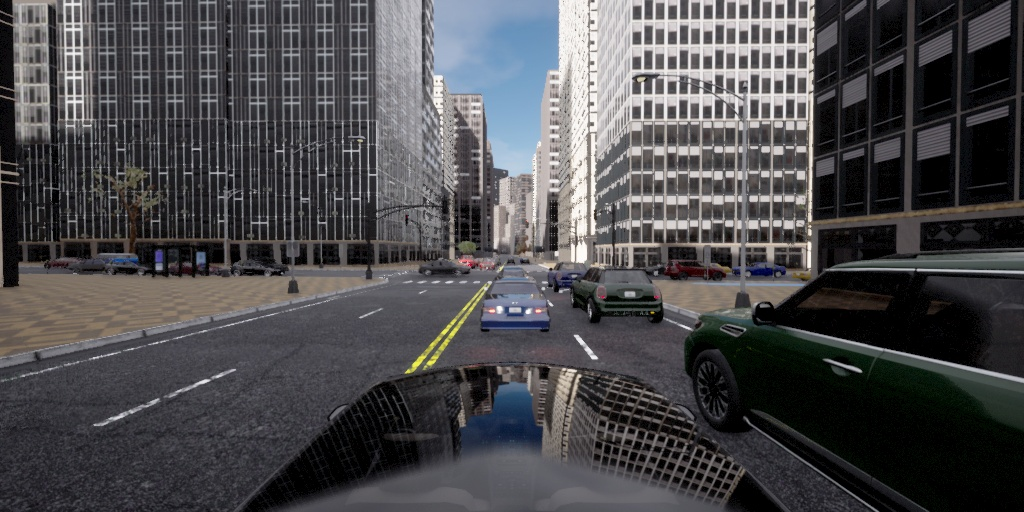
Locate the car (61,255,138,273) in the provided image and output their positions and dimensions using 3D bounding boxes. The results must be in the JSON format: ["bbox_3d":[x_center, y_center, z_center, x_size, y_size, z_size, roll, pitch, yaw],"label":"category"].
[{"bbox_3d":[-40.195,0.947,35.240,5.357,1.411,2.033,1,1,1],"label":"car"}]

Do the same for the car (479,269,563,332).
[{"bbox_3d":[0.079,1.292,10.793,2.033,1.411,5.357,0,0,0],"label":"car"}]

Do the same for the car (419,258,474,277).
[{"bbox_3d":[-6.507,1.212,34.656,4.892,1.490,1.837,0,1,1],"label":"car"}]

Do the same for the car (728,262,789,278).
[{"bbox_3d":[25.684,1.416,37.426,5.008,1.535,1.882,1,1,1],"label":"car"}]

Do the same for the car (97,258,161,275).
[{"bbox_3d":[-34.175,1.064,32.495,4.313,1.339,1.948,0,0,1],"label":"car"}]

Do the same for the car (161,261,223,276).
[{"bbox_3d":[-28.493,1.132,32.336,4.207,1.307,1.802,0,0,1],"label":"car"}]

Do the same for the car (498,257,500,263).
[{"bbox_3d":[-3.480,1.222,60.074,1.812,1.442,4.674,0,0,0],"label":"car"}]

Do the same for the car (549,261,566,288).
[{"bbox_3d":[3.300,1.089,21.104,2.097,1.767,4.553,0,0,0],"label":"car"}]

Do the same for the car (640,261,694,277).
[{"bbox_3d":[16.206,1.359,37.589,4.892,1.490,1.837,0,1,-1],"label":"car"}]

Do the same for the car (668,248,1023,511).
[{"bbox_3d":[3.345,0.971,2.393,2.150,2.045,5.566,0,0,0],"label":"car"}]

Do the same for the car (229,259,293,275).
[{"bbox_3d":[-24.384,1.049,34.950,4.892,1.490,1.837,1,1,1],"label":"car"}]

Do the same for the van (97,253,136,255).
[{"bbox_3d":[-45.388,0.598,41.127,3.998,1.789,1.690,0,0,1],"label":"van"}]

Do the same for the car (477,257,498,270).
[{"bbox_3d":[-3.440,1.060,51.230,2.097,1.767,4.553,0,0,-1],"label":"car"}]

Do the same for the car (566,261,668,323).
[{"bbox_3d":[3.324,1.096,12.240,2.097,1.767,4.553,0,0,0],"label":"car"}]

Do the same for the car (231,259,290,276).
[{"bbox_3d":[-22.809,1.168,32.217,4.313,1.339,1.948,0,0,1],"label":"car"}]

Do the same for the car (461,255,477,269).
[{"bbox_3d":[-6.721,0.926,53.374,2.150,2.045,5.566,0,0,0],"label":"car"}]

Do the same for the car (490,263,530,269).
[{"bbox_3d":[0.052,1.301,20.036,1.994,1.385,4.181,0,0,0],"label":"car"}]
